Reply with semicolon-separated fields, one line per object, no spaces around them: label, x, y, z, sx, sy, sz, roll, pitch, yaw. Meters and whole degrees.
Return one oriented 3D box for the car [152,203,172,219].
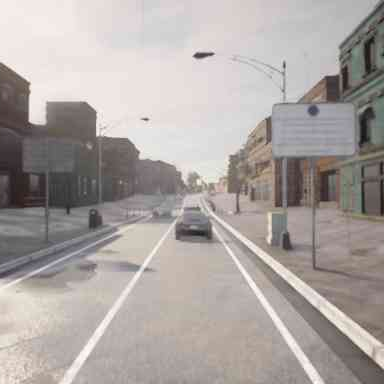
car;-3.097;1.985;35.461;2.128;1.511;4.902;0;-1;0

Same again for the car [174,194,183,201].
car;-3.013;1.181;76.019;2.033;1.411;5.357;0;3;0

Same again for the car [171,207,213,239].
car;0.097;1.766;18.665;1.994;1.385;4.181;0;-1;0

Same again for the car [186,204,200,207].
car;0.094;1.997;36.366;2.128;1.511;4.902;0;-1;0
